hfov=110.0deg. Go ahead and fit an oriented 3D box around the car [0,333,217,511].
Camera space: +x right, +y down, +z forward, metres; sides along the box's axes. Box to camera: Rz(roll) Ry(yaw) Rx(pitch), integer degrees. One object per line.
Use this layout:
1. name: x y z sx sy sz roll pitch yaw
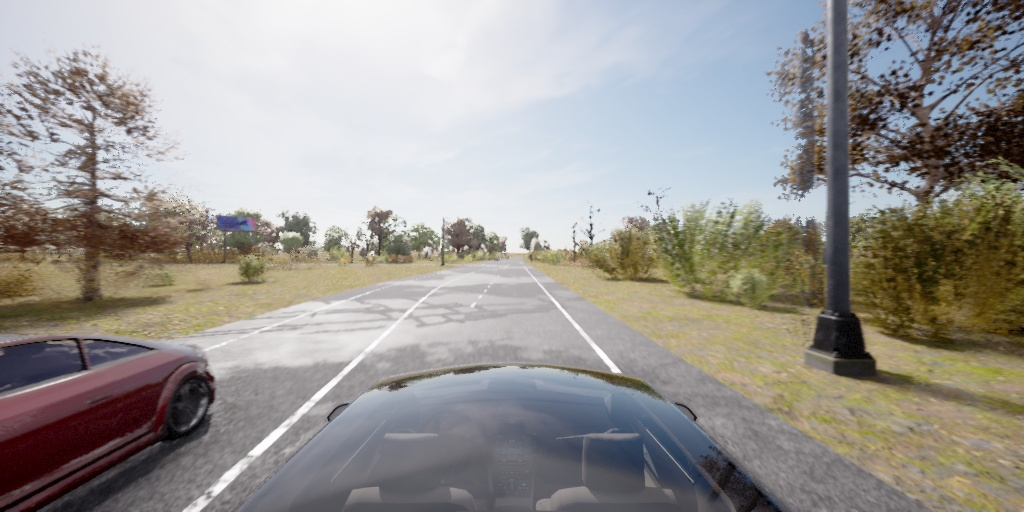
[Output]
1. car: -4.391 1.319 2.517 1.994 1.385 4.181 0 0 -5
